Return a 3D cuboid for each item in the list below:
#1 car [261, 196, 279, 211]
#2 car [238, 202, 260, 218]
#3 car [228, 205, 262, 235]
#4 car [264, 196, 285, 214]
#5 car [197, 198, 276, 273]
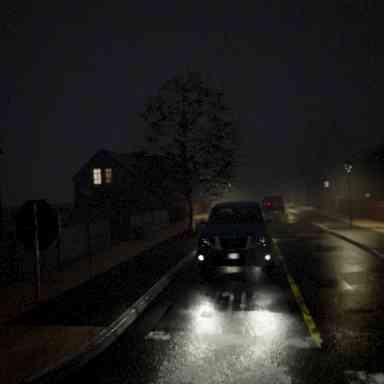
[{"bbox_3d":[11.602,1.615,49.775,2.150,2.045,5.566,-2,-1,11],"label":"car"},{"bbox_3d":[6.139,1.872,35.784,2.128,1.511,4.902,-2,-1,11],"label":"car"},{"bbox_3d":[3.506,1.733,21.754,1.882,1.535,5.008,-2,-1,11],"label":"car"},{"bbox_3d":[9.604,1.512,38.820,2.150,2.045,5.566,-2,-1,11],"label":"car"},{"bbox_3d":[1.614,1.385,11.631,2.150,2.045,5.566,-2,-1,11],"label":"car"}]
